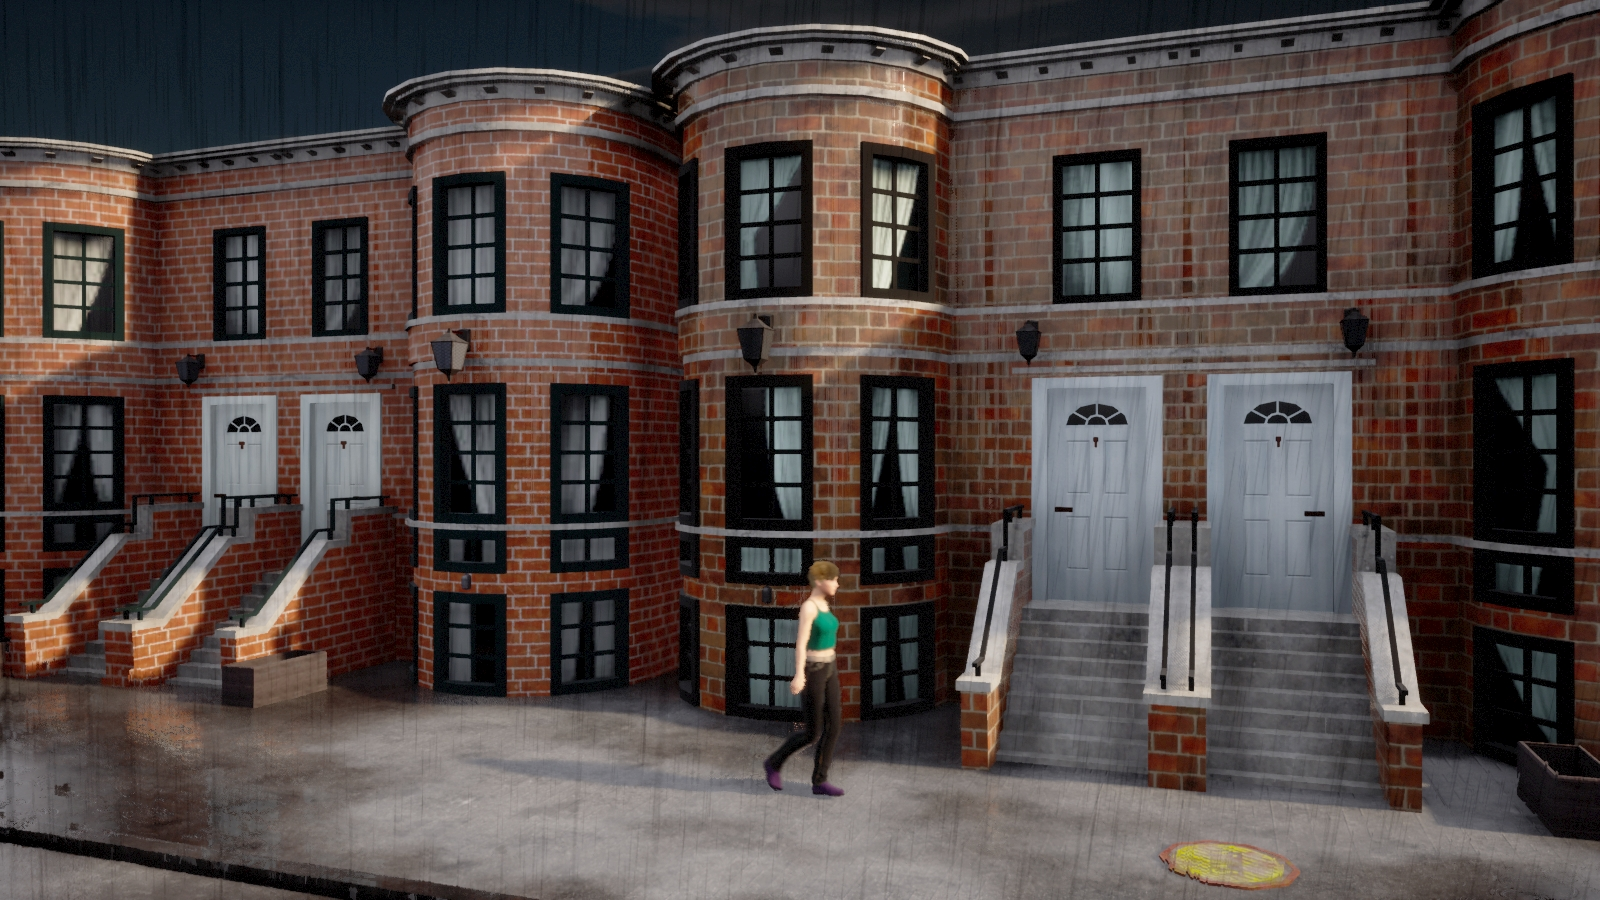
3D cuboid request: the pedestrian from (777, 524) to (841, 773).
[{"bbox_3d":[0.073,1.525,8.921,0.375,1.860,0.375,0,0,25],"label":"pedestrian"}]
